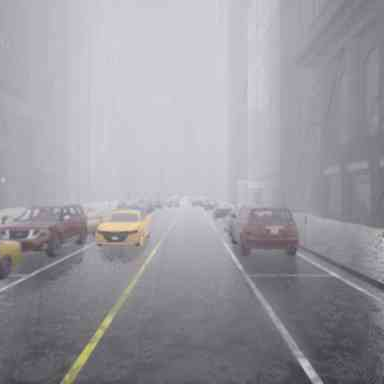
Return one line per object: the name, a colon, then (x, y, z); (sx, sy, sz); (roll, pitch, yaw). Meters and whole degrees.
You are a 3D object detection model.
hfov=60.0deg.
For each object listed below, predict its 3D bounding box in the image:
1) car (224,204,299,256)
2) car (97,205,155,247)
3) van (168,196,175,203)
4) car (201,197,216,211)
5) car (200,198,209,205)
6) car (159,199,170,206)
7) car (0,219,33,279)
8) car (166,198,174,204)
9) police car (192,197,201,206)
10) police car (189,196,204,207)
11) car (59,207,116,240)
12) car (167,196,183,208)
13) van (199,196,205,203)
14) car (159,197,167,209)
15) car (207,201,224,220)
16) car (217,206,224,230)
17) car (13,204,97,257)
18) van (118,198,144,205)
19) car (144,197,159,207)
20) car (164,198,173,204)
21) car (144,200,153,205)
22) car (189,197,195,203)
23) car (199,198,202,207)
car: (2.761, 1.421, 13.496); (2.192, 1.841, 5.009); (0, 0, 0)
car: (-3.098, 1.602, 15.864); (1.882, 1.535, 5.008); (0, 0, 0)
van: (-5.754, 2.111, 92.457); (1.690, 1.788, 3.998); (0, 0, 0)
car: (2.766, 1.825, 47.336); (1.967, 1.590, 4.097); (0, 0, 0)
car: (2.770, 2.171, 75.537); (1.887, 1.381, 4.507); (0, 0, 0)
car: (-5.756, 2.144, 69.893); (1.947, 1.339, 4.313); (0, 0, 0)
car: (-5.763, 1.585, 7.677); (1.752, 1.417, 4.829); (0, 0, 0)
car: (-5.754, 2.246, 86.645); (1.752, 1.417, 4.829); (0, 0, 0)
police car: (0.910, 2.014, 71.111); (1.930, 1.638, 5.238); (0, 0, 0)
police car: (0.852, 1.928, 61.102); (1.930, 1.638, 5.238); (0, 0, -1)
car: (-5.762, 1.674, 18.958); (1.752, 1.417, 4.829); (0, 0, 0)
car: (-3.054, 1.951, 56.012); (2.128, 1.511, 4.902); (0, 0, 0)
van: (2.771, 2.112, 92.460); (1.690, 1.788, 3.998); (0, 0, 0)
car: (-5.759, 1.748, 52.973); (2.192, 1.841, 5.009); (0, 0, 0)
car: (2.764, 1.794, 30.414); (2.008, 1.369, 4.403); (0, 0, 0)
car: (2.763, 1.702, 19.134); (2.008, 1.369, 4.403); (0, 0, 0)
car: (-5.764, 1.421, 13.489); (2.192, 1.841, 5.009); (0, 0, 0)
van: (-5.762, 1.583, 30.411); (1.690, 1.788, 3.998); (0, 0, 0)
car: (-5.761, 1.652, 41.692); (2.192, 1.841, 5.009); (0, 0, 0)
car: (-5.755, 2.225, 81.174); (2.008, 1.369, 4.403); (0, 0, 0)
car: (-5.760, 1.840, 36.049); (2.008, 1.369, 4.403); (0, 0, 0)
car: (0.013, 2.270, 94.127); (1.837, 1.490, 4.892); (0, 0, 0)
car: (2.768, 2.048, 58.616); (1.947, 1.339, 4.313); (0, 0, 0)
